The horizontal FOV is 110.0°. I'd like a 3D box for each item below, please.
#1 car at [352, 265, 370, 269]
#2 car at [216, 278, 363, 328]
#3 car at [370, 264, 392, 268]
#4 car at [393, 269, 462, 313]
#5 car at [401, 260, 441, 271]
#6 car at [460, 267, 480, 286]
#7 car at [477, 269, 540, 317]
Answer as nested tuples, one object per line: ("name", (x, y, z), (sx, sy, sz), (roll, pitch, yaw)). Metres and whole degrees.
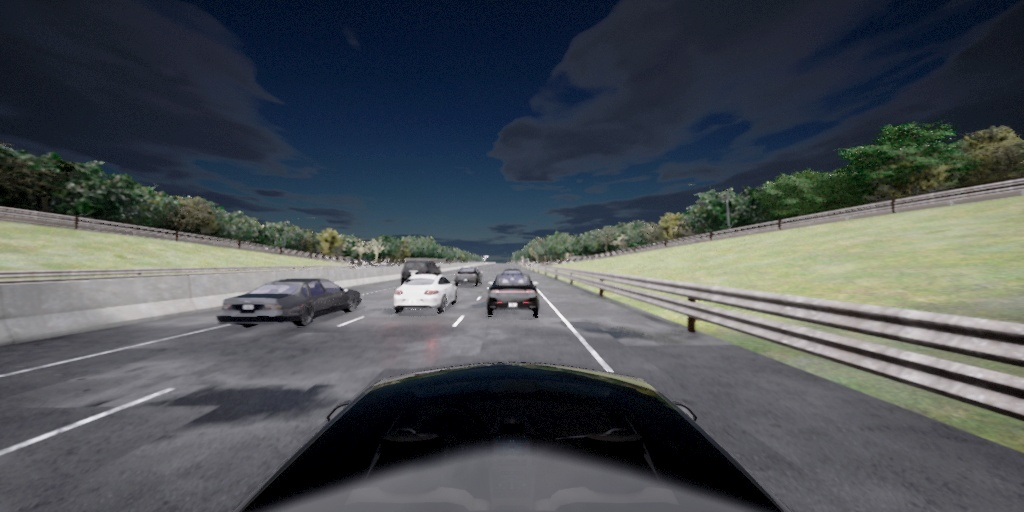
("car", (-24.996, 2.213, 59.898), (1.895, 1.301, 4.718), (0, -1, -1))
("car", (-6.972, 1.440, 12.018), (2.033, 1.411, 5.357), (0, -1, 1))
("car", (-21.518, 2.111, 60.224), (2.128, 1.511, 4.902), (0, -1, -1))
("car", (-3.450, 1.458, 14.837), (1.812, 1.442, 4.674), (0, -1, 0))
("car", (-6.959, 1.354, 28.063), (2.150, 2.045, 5.566), (0, -1, 1))
("car", (-3.453, 1.640, 29.195), (2.128, 1.511, 4.902), (0, -1, 0))
("car", (0.046, 1.412, 14.063), (2.128, 1.511, 4.902), (0, -1, 0))
